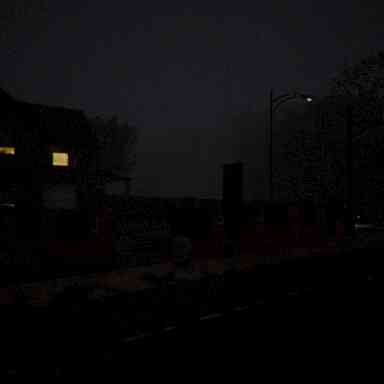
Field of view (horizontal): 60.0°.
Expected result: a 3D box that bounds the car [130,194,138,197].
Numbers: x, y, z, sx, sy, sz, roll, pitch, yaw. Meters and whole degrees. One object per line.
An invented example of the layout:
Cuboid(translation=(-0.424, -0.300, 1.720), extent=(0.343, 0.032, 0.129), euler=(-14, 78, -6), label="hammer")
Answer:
Cuboid(translation=(-12.838, 1.238, 68.945), extent=(2.128, 1.511, 4.902), euler=(0, 0, -36), label="car")

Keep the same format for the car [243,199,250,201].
Cuboid(translation=(5.009, 1.437, 32.629), extent=(1.812, 1.442, 4.674), euler=(0, 0, -36), label="car")

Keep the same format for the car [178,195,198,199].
Cuboid(translation=(-0.210, 1.227, 39.887), extent=(2.097, 1.767, 4.553), euler=(0, 0, -36), label="car")

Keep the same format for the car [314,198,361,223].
Cuboid(translation=(10.324, 1.472, 25.232), extent=(1.812, 1.442, 4.674), euler=(0, 0, -36), label="car")

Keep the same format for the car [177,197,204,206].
Cuboid(translation=(-0.296, 1.444, 51.493), extent=(1.895, 1.301, 4.718), euler=(0, 0, -36), label="car")
